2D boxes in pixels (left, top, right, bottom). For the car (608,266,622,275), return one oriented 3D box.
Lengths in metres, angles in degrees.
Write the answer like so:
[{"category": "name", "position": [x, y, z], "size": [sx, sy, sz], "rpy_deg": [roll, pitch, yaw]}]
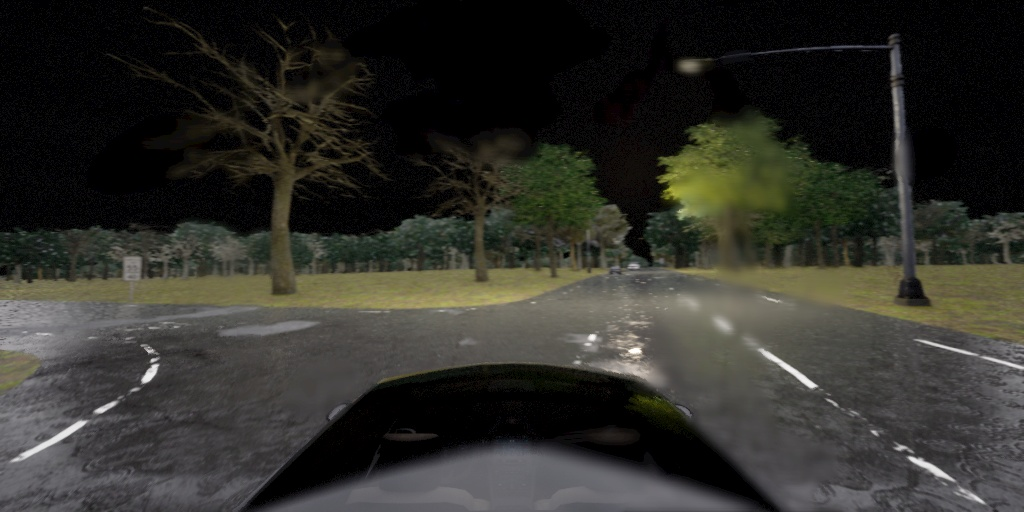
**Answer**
[{"category": "car", "position": [16.562, 2.336, 57.430], "size": [2.033, 1.411, 5.357], "rpy_deg": [-3, -2, 20]}]
